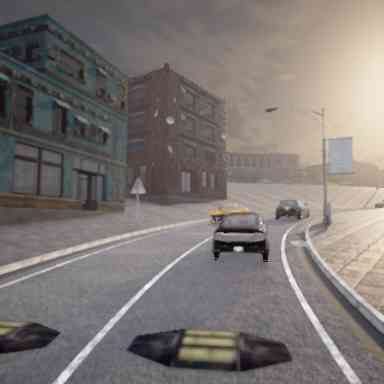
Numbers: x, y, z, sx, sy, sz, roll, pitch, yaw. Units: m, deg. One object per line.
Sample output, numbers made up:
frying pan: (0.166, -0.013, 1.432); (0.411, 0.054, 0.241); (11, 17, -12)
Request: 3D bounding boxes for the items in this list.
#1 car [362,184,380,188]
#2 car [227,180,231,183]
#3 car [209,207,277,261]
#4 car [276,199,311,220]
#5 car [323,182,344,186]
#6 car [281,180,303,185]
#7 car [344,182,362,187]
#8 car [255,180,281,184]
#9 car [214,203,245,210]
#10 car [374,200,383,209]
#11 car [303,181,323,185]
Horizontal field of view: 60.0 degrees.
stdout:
car: (43.824, -1.303, 83.138); (4.792, 1.488, 2.163); (2, -5, -17)
car: (6.241, -2.348, 73.591); (4.553, 1.767, 2.185); (1, -5, -13)
car: (1.938, 1.515, 12.436); (2.128, 1.511, 4.902); (-1, 0, 13)
car: (8.888, 1.419, 29.048); (2.097, 1.767, 4.553); (-2, -2, 31)
car: (33.057, -1.658, 79.892); (5.008, 1.535, 2.097); (2, -5, -15)
car: (22.307, -1.935, 77.157); (4.892, 1.521, 2.231); (1, -5, -13)
car: (38.363, -1.628, 81.434); (4.553, 1.767, 2.185); (2, -5, -16)
car: (16.921, -2.040, 75.953); (4.892, 1.521, 2.231); (1, -5, -13)
car: (2.981, 1.636, 26.036); (1.882, 1.535, 5.008); (-2, -1, 27)
car: (31.821, 2.006, 54.443); (4.181, 1.385, 1.994); (0, -4, -26)
car: (27.696, -1.764, 78.464); (4.674, 1.452, 2.002); (1, -5, -14)
